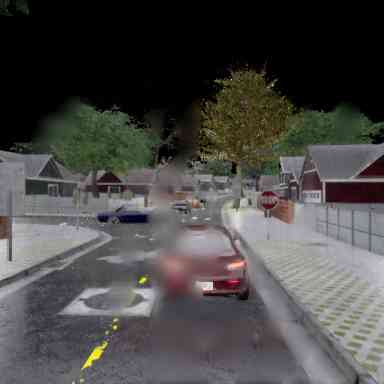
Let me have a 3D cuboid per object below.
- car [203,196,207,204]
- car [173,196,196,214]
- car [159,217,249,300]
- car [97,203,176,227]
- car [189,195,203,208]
[{"bbox_3d":[1.478,1.398,57.131,1.895,1.301,4.718,0,0,8],"label":"car"},{"bbox_3d":[-1.154,1.504,34.910,2.033,1.411,5.357,0,0,6],"label":"car"},{"bbox_3d":[0.282,1.527,8.293,1.812,1.442,4.674,0,0,1],"label":"car"},{"bbox_3d":[-3.693,1.529,21.717,4.718,1.301,1.895,1,0,-9],"label":"car"},{"bbox_3d":[-0.115,1.244,44.748,2.097,1.767,4.553,0,0,7],"label":"car"}]
